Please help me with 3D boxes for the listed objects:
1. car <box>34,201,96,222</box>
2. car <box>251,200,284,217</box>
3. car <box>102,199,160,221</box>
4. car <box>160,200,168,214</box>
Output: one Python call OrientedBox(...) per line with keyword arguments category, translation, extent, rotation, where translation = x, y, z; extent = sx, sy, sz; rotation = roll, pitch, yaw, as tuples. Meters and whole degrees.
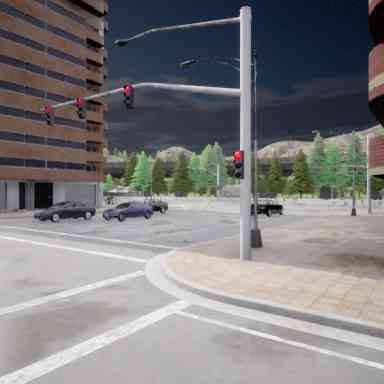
OrientedBox(category="car", translation=(-9.945, 1.505, 26.345), extent=(1.837, 1.490, 4.892), rotation=(0, 0, 36))
OrientedBox(category="car", translation=(7.126, 1.478, 31.740), extent=(1.882, 1.535, 5.008), rotation=(0, 0, 36))
OrientedBox(category="car", translation=(-5.085, 1.526, 27.082), extent=(1.812, 1.442, 4.674), rotation=(0, 0, 36))
OrientedBox(category="car", translation=(-4.456, 1.491, 33.882), extent=(2.128, 1.511, 4.902), rotation=(0, 0, 36))
